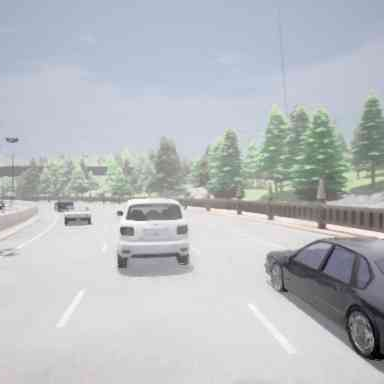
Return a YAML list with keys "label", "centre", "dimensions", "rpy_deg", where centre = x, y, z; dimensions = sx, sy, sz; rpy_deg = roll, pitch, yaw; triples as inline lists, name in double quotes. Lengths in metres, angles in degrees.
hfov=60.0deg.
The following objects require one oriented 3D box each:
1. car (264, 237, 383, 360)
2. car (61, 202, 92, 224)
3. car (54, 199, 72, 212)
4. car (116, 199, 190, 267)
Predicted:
- label: "car"
  centre: [2.995, 1.536, 5.931]
  dimensions: [2.033, 1.411, 5.357]
  rpy_deg: [0, 0, -7]
- label: "car"
  centre: [-8.875, 1.705, 25.927]
  dimensions: [1.895, 1.301, 4.718]
  rpy_deg: [0, 0, -19]
- label: "car"
  centre: [-16.410, 1.661, 42.666]
  dimensions: [1.882, 1.535, 5.008]
  rpy_deg: [0, -1, -29]
- label: "car"
  centre: [-1.475, 1.251, 11.836]
  dimensions: [2.150, 2.045, 5.566]
  rpy_deg: [0, 0, -10]
